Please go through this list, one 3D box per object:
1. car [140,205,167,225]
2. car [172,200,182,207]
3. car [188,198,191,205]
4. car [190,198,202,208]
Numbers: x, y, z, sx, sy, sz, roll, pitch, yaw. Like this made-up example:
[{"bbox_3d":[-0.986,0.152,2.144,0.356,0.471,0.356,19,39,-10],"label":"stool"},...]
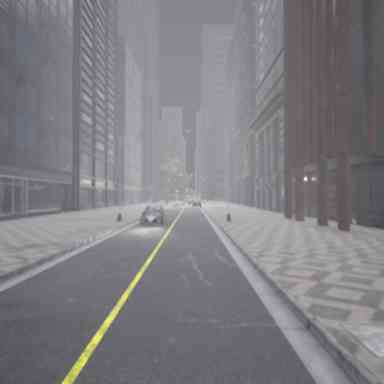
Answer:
[{"bbox_3d":[-3.104,1.858,27.461,2.128,1.511,4.902,0,-1,0],"label":"car"},{"bbox_3d":[-3.017,2.446,69.336,1.812,1.442,4.674,0,-1,0],"label":"car"},{"bbox_3d":[-0.021,2.544,85.886,1.812,1.442,4.674,0,-1,0],"label":"car"},{"bbox_3d":[1.033,2.428,67.630,1.812,1.442,4.674,0,-1,0],"label":"car"}]
